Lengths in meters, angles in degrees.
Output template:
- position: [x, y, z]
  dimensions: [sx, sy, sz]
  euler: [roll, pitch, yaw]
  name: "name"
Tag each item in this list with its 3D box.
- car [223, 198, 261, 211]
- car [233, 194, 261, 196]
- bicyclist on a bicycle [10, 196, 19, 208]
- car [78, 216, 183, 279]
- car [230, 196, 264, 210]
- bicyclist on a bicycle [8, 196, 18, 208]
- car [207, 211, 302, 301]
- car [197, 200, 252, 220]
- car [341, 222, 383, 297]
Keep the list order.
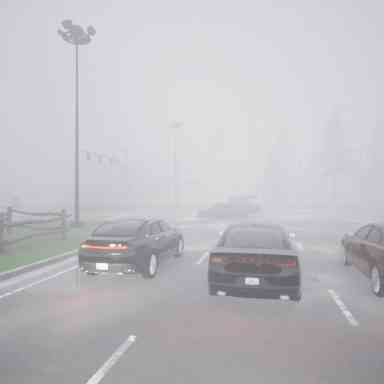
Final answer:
- position: [3.676, 1.525, 30.854]
  dimensions: [4.674, 1.442, 1.812]
  euler: [0, 0, 1]
  name: "car"
- position: [5.375, 1.221, 37.827]
  dimensions: [5.566, 2.045, 2.150]
  euler: [0, 0, 2]
  name: "car"
- position: [-22.972, 1.302, 43.624]
  dimensions: [0.582, 1.620, 1.656]
  euler: [0, 0, -9]
  name: "bicyclist on a bicycle"
- position: [-1.595, 1.505, 10.196]
  dimensions: [1.837, 1.490, 4.892]
  euler: [0, 0, 12]
  name: "car"
- position: [4.635, 1.477, 34.334]
  dimensions: [5.008, 1.535, 1.882]
  euler: [0, 0, 2]
  name: "car"
- position: [-23.412, 1.302, 43.556]
  dimensions: [0.582, 1.620, 1.656]
  euler: [0, 0, -9]
  name: "bicyclist on a bicycle"
- position: [1.622, 1.478, 8.492]
  dimensions: [1.882, 1.535, 5.008]
  euler: [0, 0, 12]
  name: "car"
- position: [2.509, 1.564, 27.357]
  dimensions: [4.181, 1.385, 1.994]
  euler: [0, 0, 1]
  name: "car"
- position: [5.178, 1.478, 8.381]
  dimensions: [1.882, 1.535, 5.008]
  euler: [0, 0, 12]
  name: "car"
